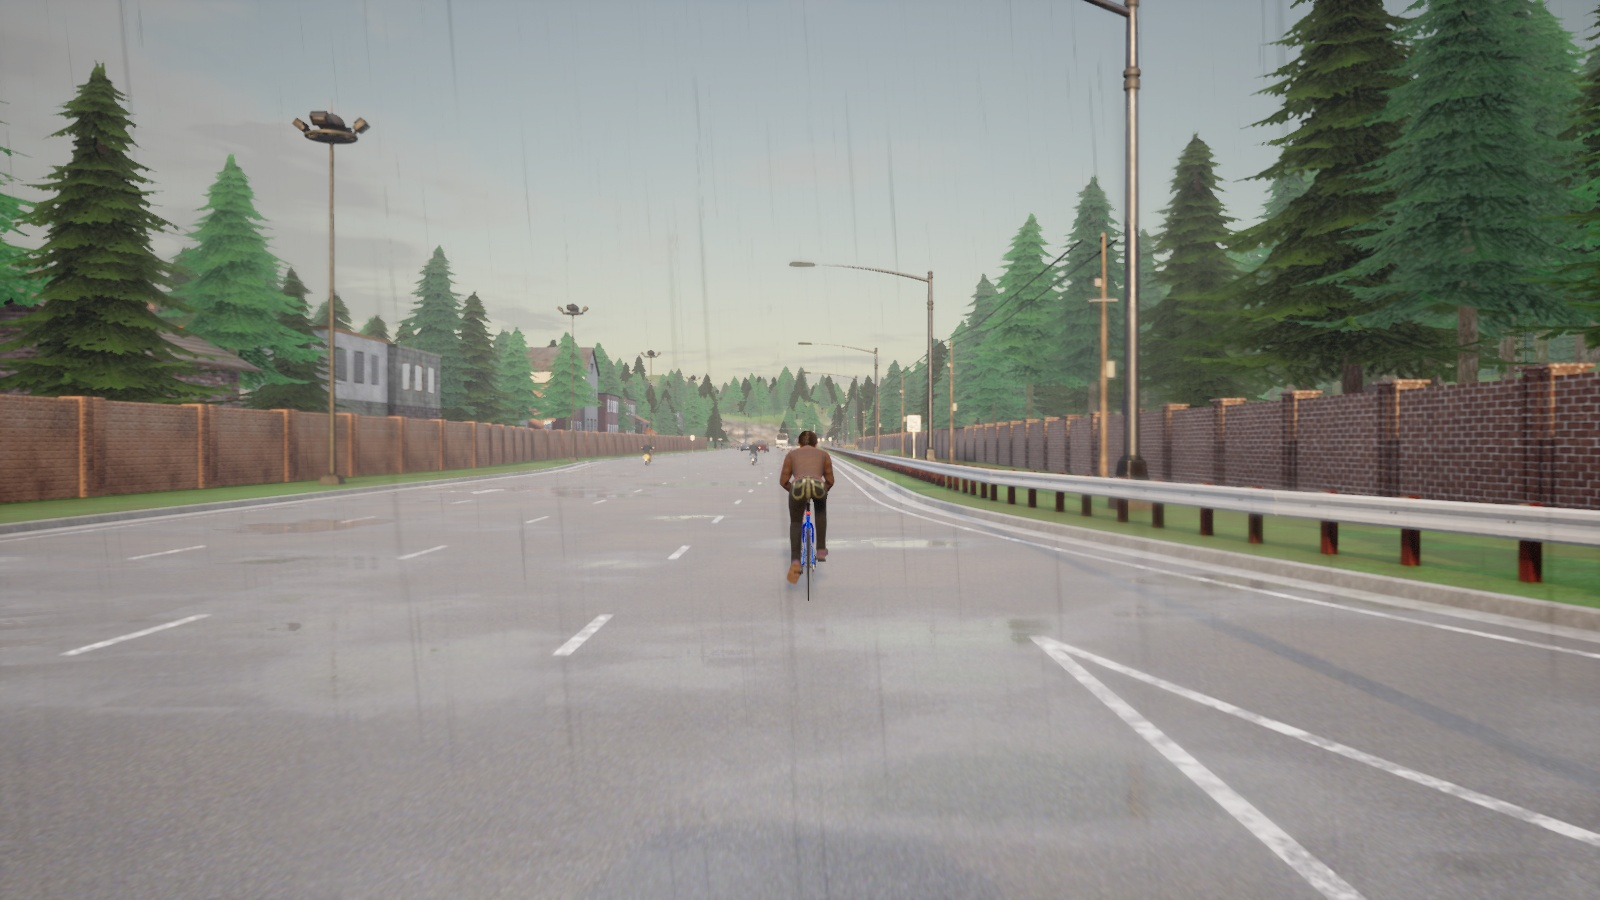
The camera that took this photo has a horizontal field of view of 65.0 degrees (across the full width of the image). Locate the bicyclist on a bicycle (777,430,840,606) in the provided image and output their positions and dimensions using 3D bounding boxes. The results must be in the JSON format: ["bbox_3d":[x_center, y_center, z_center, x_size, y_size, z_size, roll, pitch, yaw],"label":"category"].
[{"bbox_3d":[0.081,0.629,12.421,0.582,1.620,1.656,0,0,0],"label":"bicyclist on a bicycle"}]
